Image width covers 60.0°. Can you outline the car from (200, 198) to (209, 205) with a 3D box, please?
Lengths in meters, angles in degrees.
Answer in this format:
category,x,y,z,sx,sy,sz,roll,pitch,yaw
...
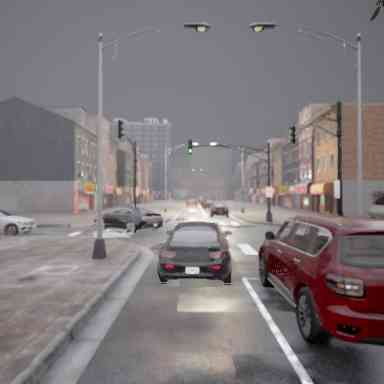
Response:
category,x,y,z,sx,sy,sz,roll,pitch,yaw
car,2.618,2.060,70.873,1.802,1.307,4.206,0,0,0

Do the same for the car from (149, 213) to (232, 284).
category,x,y,z,sx,sy,sz,roll,pitch,yaw
car,0.181,1.576,9.667,1.812,1.442,4.674,0,0,4

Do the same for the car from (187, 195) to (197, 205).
category,x,y,z,sx,sy,sz,roll,pitch,yaw
car,-0.027,1.724,73.329,2.150,2.045,5.566,0,0,0

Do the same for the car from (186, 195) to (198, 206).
category,x,y,z,sx,sy,sz,roll,pitch,yaw
car,-0.022,1.765,63.026,2.097,1.767,4.553,0,0,0

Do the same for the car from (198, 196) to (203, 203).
category,x,y,z,sx,sy,sz,roll,pitch,yaw
car,2.626,1.661,54.563,2.192,1.841,5.009,0,0,0

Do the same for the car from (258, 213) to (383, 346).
category,x,y,z,sx,sy,sz,roll,pitch,yaw
car,2.646,1.348,6.384,2.192,1.841,5.009,1,0,0

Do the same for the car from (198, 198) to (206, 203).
category,x,y,z,sx,sy,sz,roll,pitch,yaw
car,2.611,2.186,87.185,1.947,1.339,4.313,0,-1,0

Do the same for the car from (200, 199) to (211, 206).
category,x,y,z,sx,sy,sz,roll,pitch,yaw
car,2.620,2.014,65.435,1.802,1.307,4.206,0,0,0

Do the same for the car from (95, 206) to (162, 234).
category,x,y,z,sx,sy,sz,roll,pitch,yaw
car,-3.899,1.609,19.950,4.902,1.511,2.128,0,-2,40

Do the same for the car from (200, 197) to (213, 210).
category,x,y,z,sx,sy,sz,roll,pitch,yaw
car,2.626,1.850,49.124,1.887,1.381,4.507,0,0,0

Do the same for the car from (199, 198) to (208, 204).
category,x,y,z,sx,sy,sz,roll,pitch,yaw
car,2.616,2.075,76.310,2.008,1.369,4.403,0,-1,0

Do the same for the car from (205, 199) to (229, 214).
category,x,y,z,sx,sy,sz,roll,pitch,yaw
car,2.633,1.736,32.812,1.887,1.381,4.507,1,0,0

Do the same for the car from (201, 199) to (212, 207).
category,x,y,z,sx,sy,sz,roll,pitch,yaw
car,2.622,1.971,59.998,1.802,1.307,4.206,0,0,0

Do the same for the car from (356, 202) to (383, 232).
category,x,y,z,sx,sy,sz,roll,pitch,yaw
car,13.179,1.507,20.996,4.553,1.767,2.097,0,-1,0

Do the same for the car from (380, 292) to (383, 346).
category,x,y,z,sx,sy,sz,roll,pitch,yaw
car,2.645,1.587,0.933,1.802,1.307,4.206,1,0,0

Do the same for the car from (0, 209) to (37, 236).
category,x,y,z,sx,sy,sz,roll,pitch,yaw
car,-10.877,1.590,17.974,4.674,1.442,1.812,0,-1,-2
